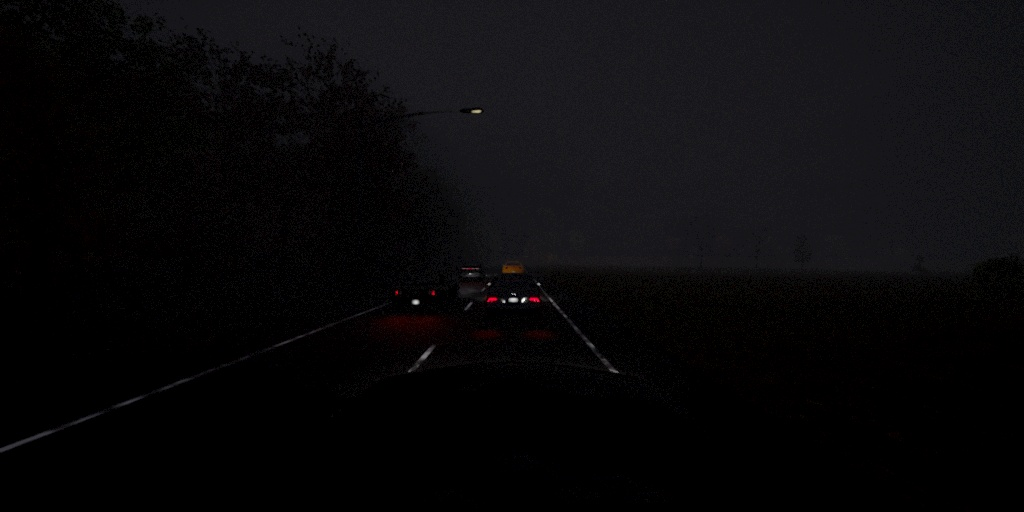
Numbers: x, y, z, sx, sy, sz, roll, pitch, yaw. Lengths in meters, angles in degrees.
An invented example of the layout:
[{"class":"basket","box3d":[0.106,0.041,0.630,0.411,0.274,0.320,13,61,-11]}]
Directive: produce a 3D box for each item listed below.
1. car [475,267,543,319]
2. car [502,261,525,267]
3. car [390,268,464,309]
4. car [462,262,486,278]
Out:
[{"class":"car","box3d":[0.062,1.299,12.740,2.033,1.411,5.357,0,0,1]},{"class":"car","box3d":[0.129,1.232,33.018,1.882,1.535,5.008,0,0,0]},{"class":"car","box3d":[-3.417,1.353,15.033,1.895,1.301,4.718,0,0,1]},{"class":"car","box3d":[-3.380,1.247,31.506,2.128,1.511,4.902,0,0,0]}]
